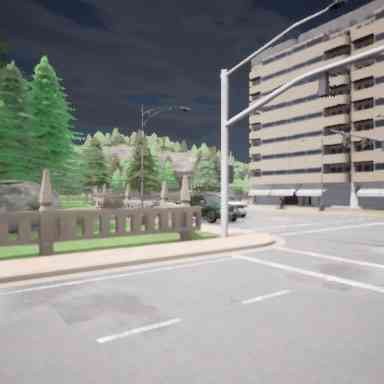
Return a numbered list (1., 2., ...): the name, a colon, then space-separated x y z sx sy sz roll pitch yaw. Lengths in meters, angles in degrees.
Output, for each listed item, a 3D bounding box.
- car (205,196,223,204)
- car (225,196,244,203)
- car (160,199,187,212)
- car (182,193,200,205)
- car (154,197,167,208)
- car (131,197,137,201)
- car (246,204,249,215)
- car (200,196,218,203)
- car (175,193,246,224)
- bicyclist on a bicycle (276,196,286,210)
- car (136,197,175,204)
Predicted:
1. car: 4.343 1.551 64.497 2.033 1.411 5.357 0 0 20
2. car: 9.393 1.613 73.881 1.895 1.301 4.718 0 0 40
3. car: -2.204 1.575 38.646 1.895 1.301 4.718 0 0 -20
4. car: -0.091 1.217 61.809 2.150 2.045 5.566 0 0 14
5. car: -4.574 1.485 48.750 1.837 1.490 4.892 0 0 -5
6. car: -7.198 1.450 43.563 1.882 1.535 5.008 0 0 -11
7. car: 2.613 1.194 29.498 2.150 2.045 5.566 0 0 -32
8. car: 3.680 1.533 71.766 1.812 1.442 4.674 0 0 32
9. car: 1.231 1.188 25.234 2.150 2.045 5.566 0 0 -33
10. bicyclist on a bicycle: 10.446 1.290 39.048 1.656 1.620 0.582 0 0 -29
11. car: -3.745 1.446 33.807 1.882 1.535 5.008 0 0 -26
